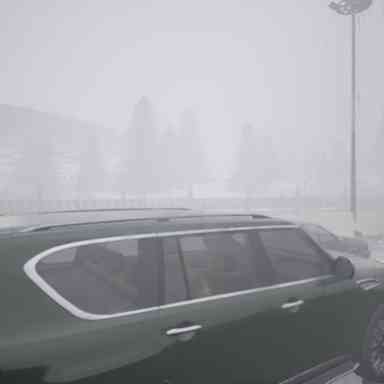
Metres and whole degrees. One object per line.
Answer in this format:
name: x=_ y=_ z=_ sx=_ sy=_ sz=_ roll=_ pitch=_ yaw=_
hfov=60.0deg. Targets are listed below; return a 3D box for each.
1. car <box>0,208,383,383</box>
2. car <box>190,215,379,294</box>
car: x=0.233 y=1.207 z=3.769 sx=5.566 sy=2.045 sz=2.150 roll=0 pitch=0 yaw=-34
car: x=2.771 y=1.512 z=9.497 sx=5.357 sy=1.411 sz=2.033 roll=0 pitch=0 yaw=-30
